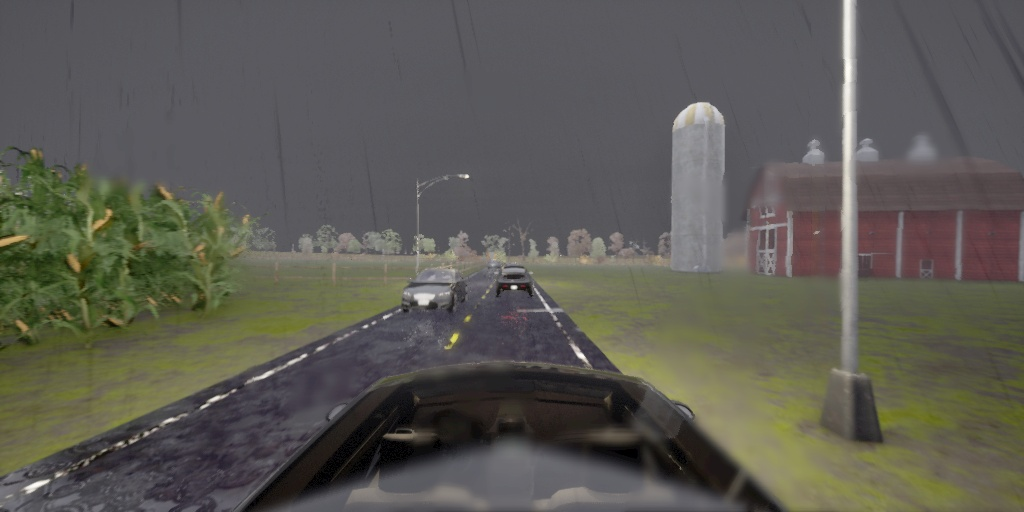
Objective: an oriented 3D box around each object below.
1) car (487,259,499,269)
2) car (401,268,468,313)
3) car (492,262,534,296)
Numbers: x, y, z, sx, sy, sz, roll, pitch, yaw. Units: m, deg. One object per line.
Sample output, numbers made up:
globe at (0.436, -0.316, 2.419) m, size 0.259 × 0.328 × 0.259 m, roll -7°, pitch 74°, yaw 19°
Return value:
car at (-2.804, 1.258, 55.653) m, size 2.128 × 1.511 × 4.902 m, roll 0°, pitch 0°, yaw 0°
car at (-2.848, 1.239, 14.021) m, size 2.128 × 1.511 × 4.902 m, roll 0°, pitch 0°, yaw 0°
car at (0.104, 1.253, 19.465) m, size 1.837 × 1.490 × 4.892 m, roll 0°, pitch 0°, yaw 0°
